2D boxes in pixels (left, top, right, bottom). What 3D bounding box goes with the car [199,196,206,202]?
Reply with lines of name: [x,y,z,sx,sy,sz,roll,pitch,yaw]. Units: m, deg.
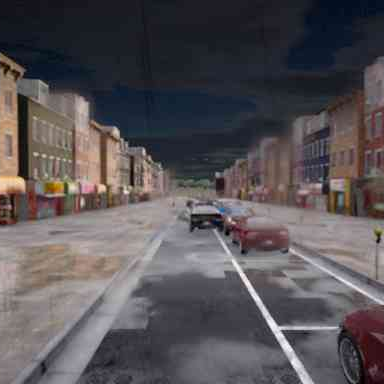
car: [2.632,1.816,85.456,1.802,1.307,4.206,-1,0,0]

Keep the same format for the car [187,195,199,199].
car: [0.007,1.677,55.705,1.812,1.442,4.674,0,0,0]

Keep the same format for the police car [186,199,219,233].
police car: [0.745,1.481,20.463,1.930,1.638,5.238,0,0,-1]

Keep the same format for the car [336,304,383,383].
car: [2.622,1.589,2.469,1.802,1.307,4.206,-1,0,0]

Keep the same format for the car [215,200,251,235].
car: [2.621,1.492,19.067,1.967,1.590,4.097,-1,0,0]

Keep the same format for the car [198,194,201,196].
car: [2.624,1.487,63.327,2.192,1.841,5.009,-1,0,0]

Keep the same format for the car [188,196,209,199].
car: [0.717,1.555,36.557,1.801,1.575,5.366,0,0,0]

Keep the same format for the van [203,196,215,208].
van: [2.623,1.483,52.262,1.690,1.788,3.998,-1,0,0]

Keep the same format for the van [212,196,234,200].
van: [2.620,1.408,24.600,1.690,1.788,3.998,-1,0,0]

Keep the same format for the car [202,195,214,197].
car: [2.621,1.426,41.197,2.192,1.841,5.009,-1,0,0]

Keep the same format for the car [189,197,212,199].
car: [0.828,1.538,30.559,1.801,1.575,5.366,0,0,0]

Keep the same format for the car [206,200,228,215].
car: [2.626,1.647,35.665,2.008,1.369,4.403,-1,0,0]

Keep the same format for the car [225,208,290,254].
car: [2.623,1.581,13.534,1.887,1.381,4.507,-1,0,0]
